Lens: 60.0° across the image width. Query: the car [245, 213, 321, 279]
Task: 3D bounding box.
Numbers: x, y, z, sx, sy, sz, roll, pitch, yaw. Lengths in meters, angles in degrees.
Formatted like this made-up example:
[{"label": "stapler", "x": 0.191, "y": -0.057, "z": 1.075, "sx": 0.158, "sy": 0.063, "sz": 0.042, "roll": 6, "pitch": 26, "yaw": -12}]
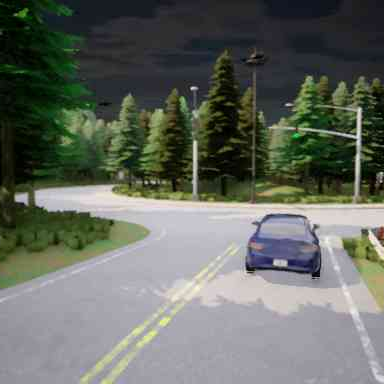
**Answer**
[{"label": "car", "x": 2.679, "y": 1.341, "z": 9.641, "sx": 1.812, "sy": 1.442, "sz": 4.674, "roll": 1, "pitch": 2, "yaw": 18}]
